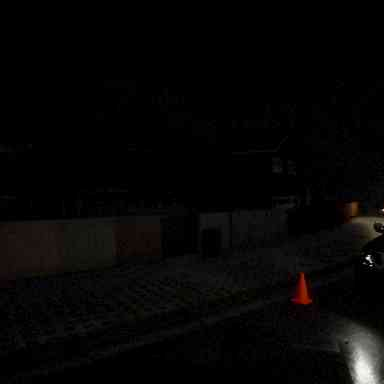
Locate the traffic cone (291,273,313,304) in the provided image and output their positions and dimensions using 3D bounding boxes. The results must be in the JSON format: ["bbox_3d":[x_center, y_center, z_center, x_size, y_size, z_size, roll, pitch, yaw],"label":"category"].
[{"bbox_3d":[2.326,2.004,7.024,0.340,0.580,0.340,1,0,-41],"label":"traffic cone"}]

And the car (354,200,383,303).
[{"bbox_3d":[5.709,1.292,7.548,5.566,2.045,2.150,1,0,-44],"label":"car"}]

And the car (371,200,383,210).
[{"bbox_3d":[29.461,1.976,51.330,1.994,1.385,4.181,0,0,9],"label":"car"}]
